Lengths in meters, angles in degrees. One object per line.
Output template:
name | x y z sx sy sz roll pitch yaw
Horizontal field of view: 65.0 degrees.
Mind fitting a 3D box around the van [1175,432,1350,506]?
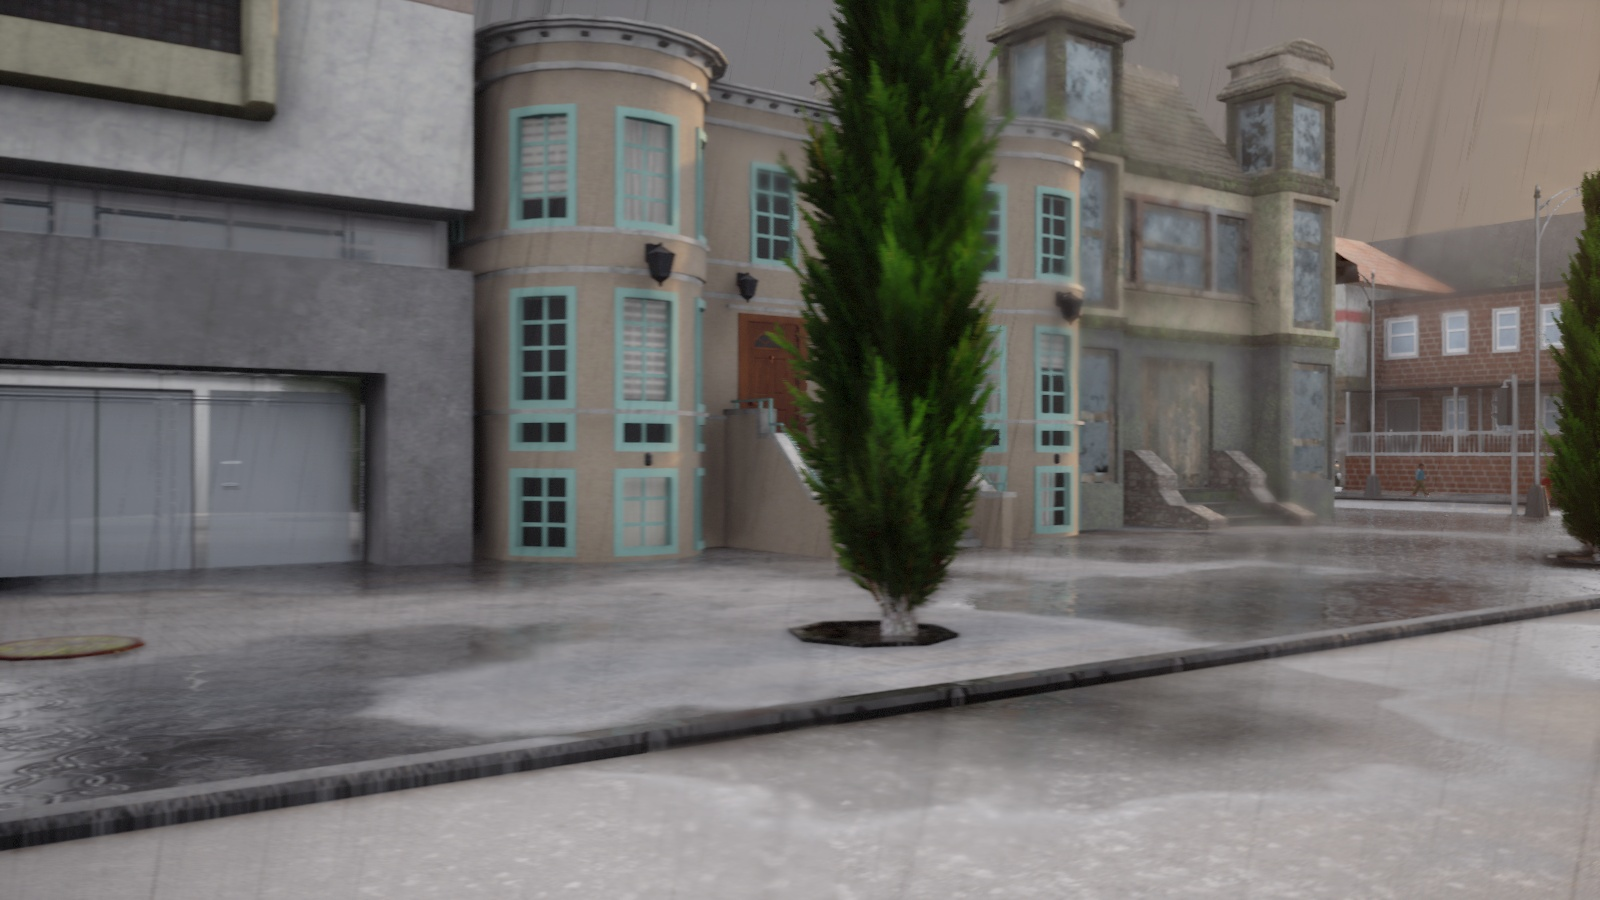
van | 13.551 0.530 37.052 2.069 2.038 4.480 0 0 -34

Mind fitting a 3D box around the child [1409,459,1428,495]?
child | 20.450 0.893 41.520 0.343 1.192 0.448 0 0 -36

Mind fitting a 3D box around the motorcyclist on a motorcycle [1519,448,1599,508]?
motorcyclist on a motorcycle | 20.572 0.738 33.905 0.866 1.590 1.817 0 0 -34

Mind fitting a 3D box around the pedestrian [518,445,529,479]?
pedestrian | -15.032 0.654 68.275 0.354 1.836 0.706 0 0 -37
